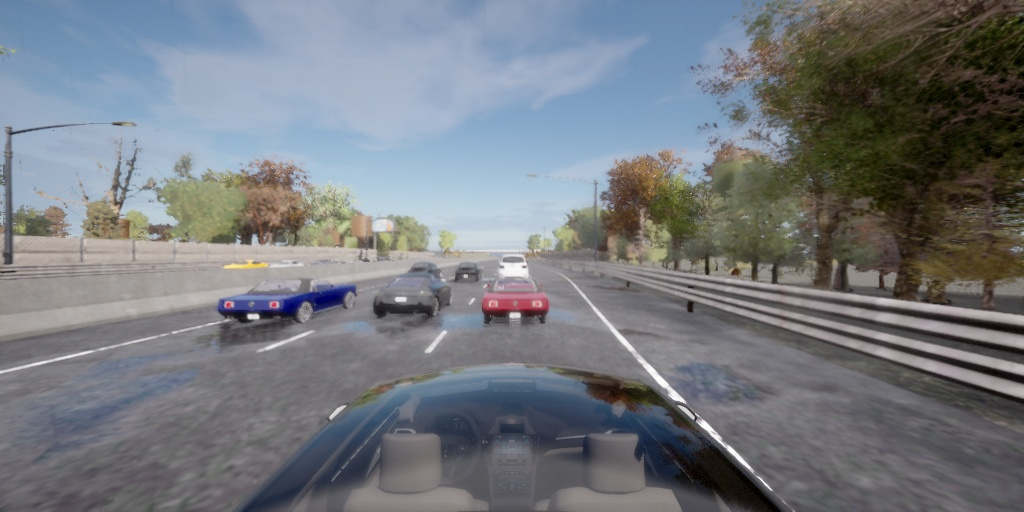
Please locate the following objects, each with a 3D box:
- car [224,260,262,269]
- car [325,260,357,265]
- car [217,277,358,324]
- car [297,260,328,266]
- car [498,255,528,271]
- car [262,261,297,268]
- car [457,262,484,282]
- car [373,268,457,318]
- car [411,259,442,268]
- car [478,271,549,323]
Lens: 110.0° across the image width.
[{"bbox_3d":[-28.006,1.188,37.973,1.882,1.535,5.008,0,0,-1],"label":"car"},{"bbox_3d":[-17.590,1.312,38.391,1.895,1.301,4.718,0,0,0],"label":"car"},{"bbox_3d":[-6.907,1.336,11.818,1.895,1.301,4.718,0,0,0],"label":"car"},{"bbox_3d":[-21.084,1.202,39.795,2.128,1.511,4.902,0,0,0],"label":"car"},{"bbox_3d":[0.097,0.942,27.841,2.150,2.045,5.566,0,0,0],"label":"car"},{"bbox_3d":[-24.584,1.236,39.250,1.812,1.442,4.674,0,0,0],"label":"car"},{"bbox_3d":[-3.404,1.224,28.793,1.837,1.490,4.892,0,0,0],"label":"car"},{"bbox_3d":[-3.406,1.298,13.004,1.994,1.385,4.181,0,0,0],"label":"car"},{"bbox_3d":[-6.905,1.223,28.810,1.837,1.490,4.892,0,0,0],"label":"car"},{"bbox_3d":[0.094,1.337,12.036,1.895,1.301,4.718,0,0,0],"label":"car"}]
